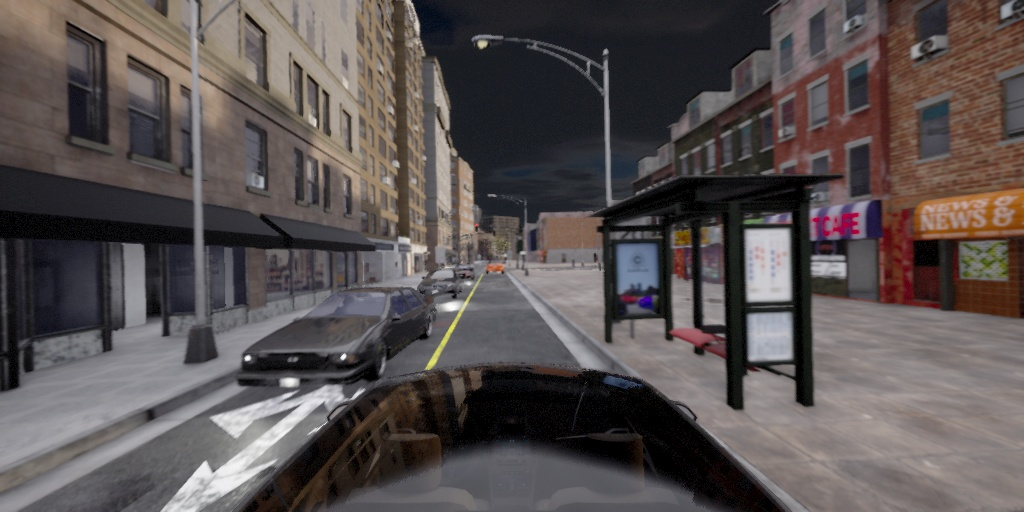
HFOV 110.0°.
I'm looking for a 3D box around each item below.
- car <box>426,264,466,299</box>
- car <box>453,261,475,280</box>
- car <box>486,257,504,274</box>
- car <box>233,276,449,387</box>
[{"bbox_3d":[-3.654,1.385,18.860,1.812,1.442,4.674,-1,0,-3],"label":"car"},{"bbox_3d":[-4.357,1.459,32.277,1.994,1.385,4.181,-1,0,-3],"label":"car"},{"bbox_3d":[-2.072,1.216,43.860,2.097,1.767,4.553,-1,0,-3],"label":"car"},{"bbox_3d":[-3.000,1.376,7.644,2.033,1.411,5.357,-1,0,2],"label":"car"}]
